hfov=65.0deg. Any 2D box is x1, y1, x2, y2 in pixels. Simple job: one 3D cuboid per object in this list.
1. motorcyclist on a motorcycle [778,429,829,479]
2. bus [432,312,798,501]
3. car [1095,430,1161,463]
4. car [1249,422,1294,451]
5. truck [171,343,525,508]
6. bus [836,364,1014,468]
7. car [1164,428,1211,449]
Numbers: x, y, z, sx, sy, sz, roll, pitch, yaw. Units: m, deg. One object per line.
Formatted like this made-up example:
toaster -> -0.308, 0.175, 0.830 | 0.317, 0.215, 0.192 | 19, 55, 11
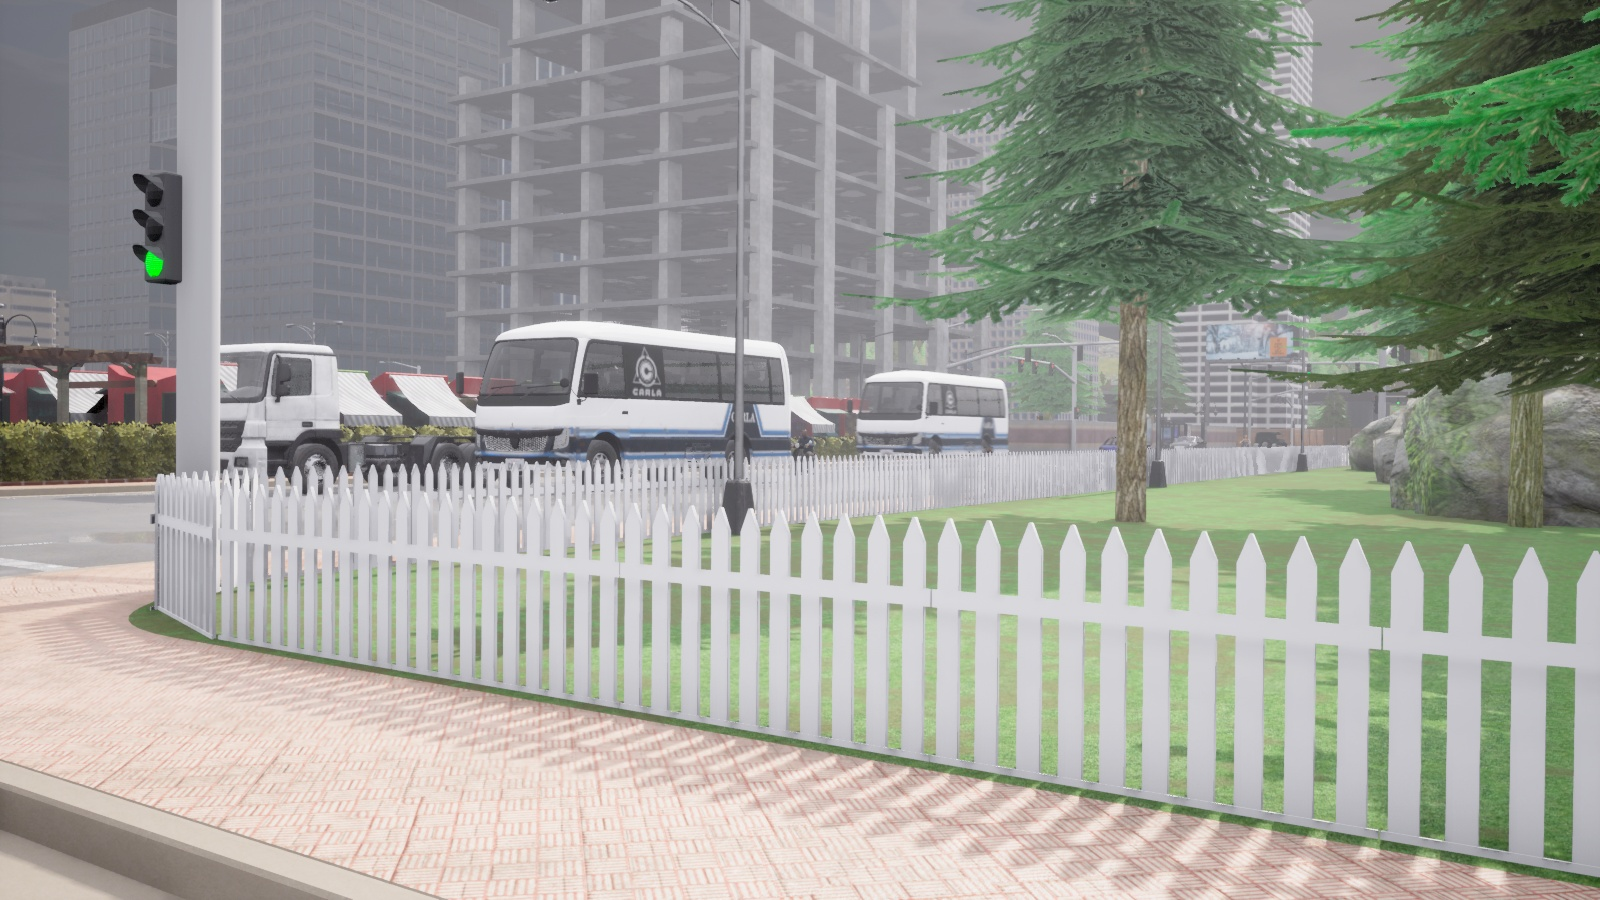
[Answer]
motorcyclist on a motorcycle -> 0.136, 0.121, 41.217 | 0.866, 1.590, 1.817 | 0, 1, 30
bus -> -4.467, -1.065, 33.699 | 3.944, 4.253, 10.273 | 0, 1, 32
car -> 15.348, -0.195, 58.646 | 1.816, 1.474, 4.193 | 0, 1, 32
car -> 32.142, -0.928, 85.497 | 1.905, 1.878, 3.866 | 0, 1, 36
truck -> -10.611, -0.571, 30.501 | 2.891, 3.462, 7.936 | 0, 1, 32
bus -> 5.886, -1.474, 56.771 | 3.944, 4.253, 10.273 | 0, 1, 31
car -> 28.794, -0.845, 93.194 | 2.128, 1.511, 4.902 | 0, 1, 32
